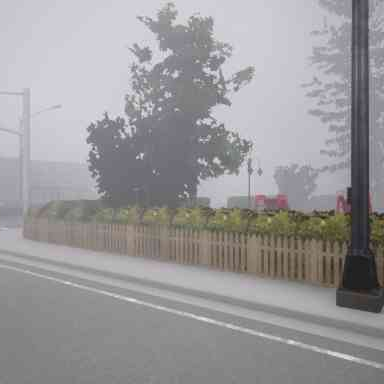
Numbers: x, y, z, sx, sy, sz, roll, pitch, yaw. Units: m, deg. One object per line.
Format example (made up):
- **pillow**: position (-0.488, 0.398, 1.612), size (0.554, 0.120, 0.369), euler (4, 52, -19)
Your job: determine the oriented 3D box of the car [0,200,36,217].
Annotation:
- **car**: position (-15.532, 1.478, 28.222), size (1.882, 1.535, 5.008), euler (0, 0, 35)
